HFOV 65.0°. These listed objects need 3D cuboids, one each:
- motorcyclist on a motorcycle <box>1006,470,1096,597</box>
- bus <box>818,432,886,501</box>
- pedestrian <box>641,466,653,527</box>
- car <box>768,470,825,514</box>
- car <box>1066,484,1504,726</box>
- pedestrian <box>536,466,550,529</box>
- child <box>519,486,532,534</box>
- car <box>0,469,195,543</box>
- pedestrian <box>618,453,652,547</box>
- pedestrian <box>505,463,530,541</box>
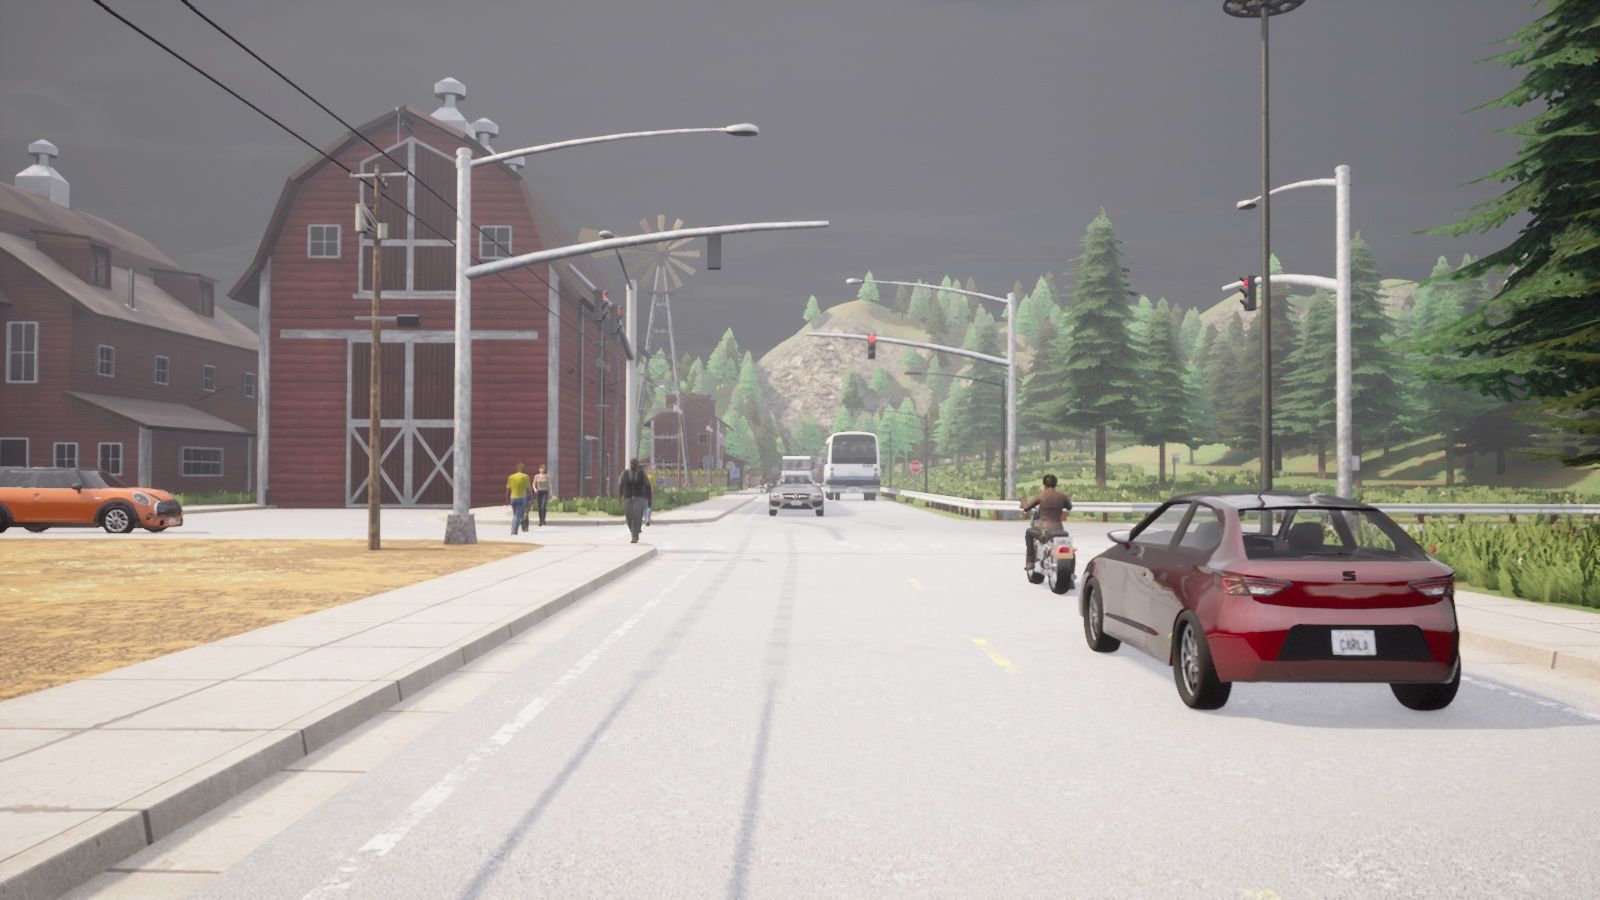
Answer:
[{"bbox_3d":[3.455,1.120,17.530,0.766,1.649,2.350,0,-1,0],"label":"motorcyclist on a motorcycle"},{"bbox_3d":[3.286,1.128,82.105,3.944,4.253,10.273,0,-1,0],"label":"bus"},{"bbox_3d":[-4.612,1.391,37.867,0.354,1.836,0.706,0,-1,-5],"label":"pedestrian"},{"bbox_3d":[-0.128,1.636,50.101,2.152,1.651,5.027,0,-1,0],"label":"car"},{"bbox_3d":[3.475,1.026,9.942,1.816,1.474,4.193,0,-1,0],"label":"car"},{"bbox_3d":[-7.564,1.390,36.915,0.345,1.836,0.594,0,-1,-5],"label":"pedestrian"},{"bbox_3d":[-7.266,1.593,33.252,0.270,1.263,0.437,0,-1,-4],"label":"child"},{"bbox_3d":[-17.864,1.367,31.310,4.553,1.767,2.097,0,-1,-1],"label":"car"},{"bbox_3d":[-3.339,1.006,25.455,0.563,1.883,0.849,0,-1,2],"label":"pedestrian"},{"bbox_3d":[-6.730,1.242,29.925,0.354,1.836,0.706,0,-1,10],"label":"pedestrian"}]
